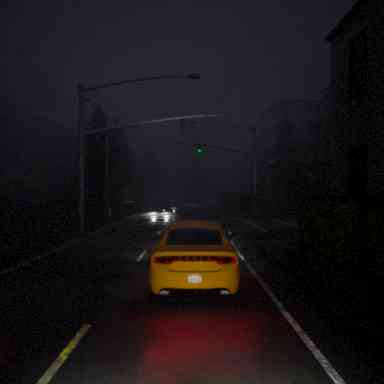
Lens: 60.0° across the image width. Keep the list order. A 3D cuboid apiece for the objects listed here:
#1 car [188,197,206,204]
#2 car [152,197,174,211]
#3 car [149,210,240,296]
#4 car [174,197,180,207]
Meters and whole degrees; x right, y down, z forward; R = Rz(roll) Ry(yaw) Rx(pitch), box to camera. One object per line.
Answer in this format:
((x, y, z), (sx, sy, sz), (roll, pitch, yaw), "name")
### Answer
((0.893, 1.563, 62.233), (1.994, 1.385, 4.181), (0, 0, 31), "car")
((-3.607, 1.601, 40.252), (1.895, 1.301, 4.718), (0, 0, 1), "car")
((0.061, 1.478, 8.738), (1.882, 1.535, 5.008), (0, 0, 0), "car")
((-3.051, 1.526, 50.238), (1.812, 1.442, 4.674), (0, 0, 9), "car")
